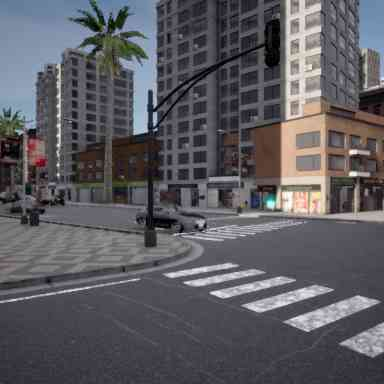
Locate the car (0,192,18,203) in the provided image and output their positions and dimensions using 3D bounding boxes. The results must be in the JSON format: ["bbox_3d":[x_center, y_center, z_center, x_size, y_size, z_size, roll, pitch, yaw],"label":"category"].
[{"bbox_3d":[-30.234,0.991,54.759,2.150,2.045,5.566,0,0,-44],"label":"car"}]

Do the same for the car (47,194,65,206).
[{"bbox_3d":[-21.153,1.184,50.435,4.553,1.767,2.097,0,0,45],"label":"car"}]

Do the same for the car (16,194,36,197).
[{"bbox_3d":[-23.145,1.361,47.837,4.674,1.442,1.812,0,0,45],"label":"car"}]

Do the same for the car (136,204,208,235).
[{"bbox_3d":[-1.267,1.486,19.164,4.902,1.511,2.128,0,0,44],"label":"car"}]

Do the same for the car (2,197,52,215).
[{"bbox_3d":[-16.054,1.465,32.134,5.357,1.411,2.033,0,0,42],"label":"car"}]

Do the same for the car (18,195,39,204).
[{"bbox_3d":[-28.193,1.270,57.321,1.837,1.490,4.892,0,0,-44],"label":"car"}]
